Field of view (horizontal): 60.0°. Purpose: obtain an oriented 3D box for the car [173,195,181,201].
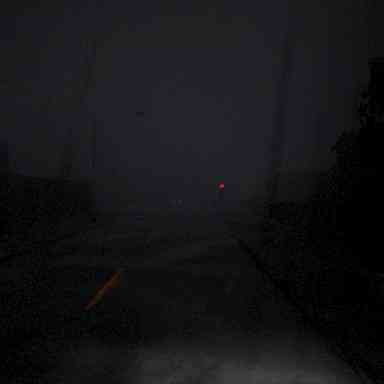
[{"bbox_3d":[-4.000,1.556,89.152,2.097,1.767,4.553,0,0,0],"label":"car"}]
